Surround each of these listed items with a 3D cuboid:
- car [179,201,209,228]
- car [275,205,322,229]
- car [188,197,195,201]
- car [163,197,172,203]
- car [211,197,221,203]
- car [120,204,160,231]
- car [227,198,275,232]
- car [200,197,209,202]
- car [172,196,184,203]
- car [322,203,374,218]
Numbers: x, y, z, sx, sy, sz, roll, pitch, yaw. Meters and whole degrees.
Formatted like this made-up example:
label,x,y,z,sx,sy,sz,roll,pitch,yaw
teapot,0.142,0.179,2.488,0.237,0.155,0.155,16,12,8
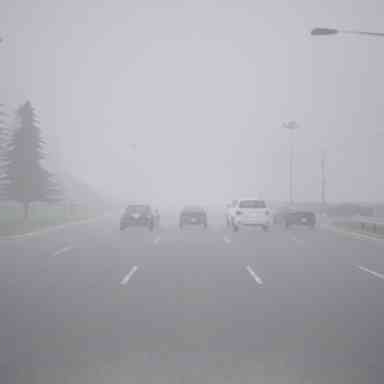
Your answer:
label,x,y,z,sx,sy,sz,roll,pitch,yaw
car,0.093,1.707,24.403,1.882,1.535,5.008,0,-1,0
car,7.095,1.700,23.559,1.882,1.535,5.008,0,-1,0
car,-0.024,2.318,91.680,1.882,1.535,5.008,0,-1,0
car,-7.024,2.372,92.233,1.812,1.442,4.674,0,-1,0
car,6.977,2.390,91.681,2.033,1.411,5.357,0,-1,0
car,-3.405,1.564,22.507,2.097,1.767,4.553,0,-1,0
car,3.594,1.429,22.059,2.150,2.045,5.566,0,-1,0
car,3.476,2.201,92.163,2.097,1.767,4.553,0,-1,0
car,-3.524,2.066,91.712,2.150,2.045,5.566,0,-1,0
car,15.085,1.786,32.741,1.882,1.535,5.008,1,-1,-43
